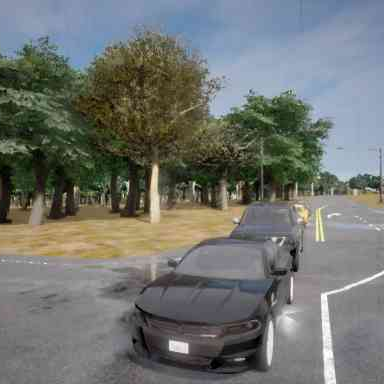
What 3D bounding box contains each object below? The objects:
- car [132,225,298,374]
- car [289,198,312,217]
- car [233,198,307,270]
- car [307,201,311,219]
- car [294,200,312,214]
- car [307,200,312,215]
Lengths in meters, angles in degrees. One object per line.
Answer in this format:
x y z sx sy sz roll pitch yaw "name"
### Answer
0.758 1.612 6.195 1.882 1.535 5.008 -1 -2 21 "car"
11.410 1.562 34.847 2.097 1.767 4.553 -1 0 21 "car"
2.894 1.459 12.330 2.150 2.045 5.566 -2 0 21 "car"
7.298 1.663 23.978 1.882 1.535 5.008 -1 0 21 "car"
13.418 1.746 40.052 1.812 1.442 4.674 -1 0 21 "car"
9.370 1.723 29.477 1.812 1.442 4.674 -1 0 21 "car"
